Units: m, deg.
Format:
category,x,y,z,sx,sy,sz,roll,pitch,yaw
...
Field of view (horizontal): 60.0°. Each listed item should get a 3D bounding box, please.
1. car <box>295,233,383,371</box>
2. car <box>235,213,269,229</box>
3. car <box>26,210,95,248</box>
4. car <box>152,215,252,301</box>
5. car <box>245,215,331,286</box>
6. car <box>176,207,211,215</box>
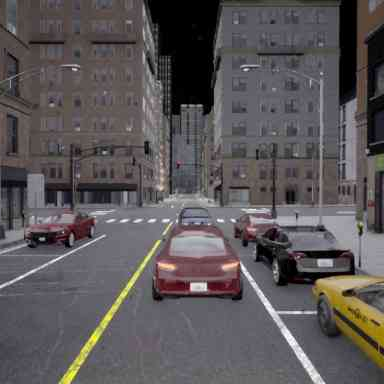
category,x,y,z,sx,sy,sz,roll,pitch,yaw
car,2.868,1.524,3.825,1.752,1.417,4.829,-1,0,0
car,2.874,1.577,14.827,1.802,1.307,4.206,-1,0,0
car,-5.671,1.540,14.828,1.887,1.381,4.507,-1,0,0
car,0.103,1.523,8.210,1.812,1.442,4.674,0,0,0
car,2.871,1.563,9.241,1.947,1.339,4.313,-1,0,0
car,0.141,1.542,18.231,2.033,1.411,5.357,0,0,-3
